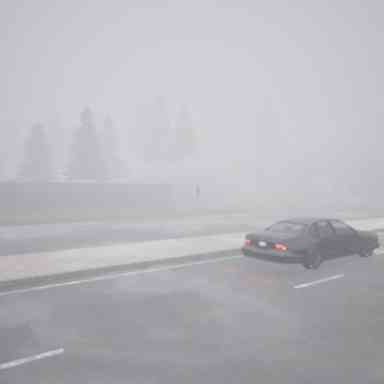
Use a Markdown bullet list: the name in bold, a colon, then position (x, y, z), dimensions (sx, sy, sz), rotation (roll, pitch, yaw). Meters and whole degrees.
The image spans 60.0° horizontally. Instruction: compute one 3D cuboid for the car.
- **car**: position (4.048, 1.518, 10.933), dimensions (5.357, 1.411, 2.033), rotation (0, 0, -35)
